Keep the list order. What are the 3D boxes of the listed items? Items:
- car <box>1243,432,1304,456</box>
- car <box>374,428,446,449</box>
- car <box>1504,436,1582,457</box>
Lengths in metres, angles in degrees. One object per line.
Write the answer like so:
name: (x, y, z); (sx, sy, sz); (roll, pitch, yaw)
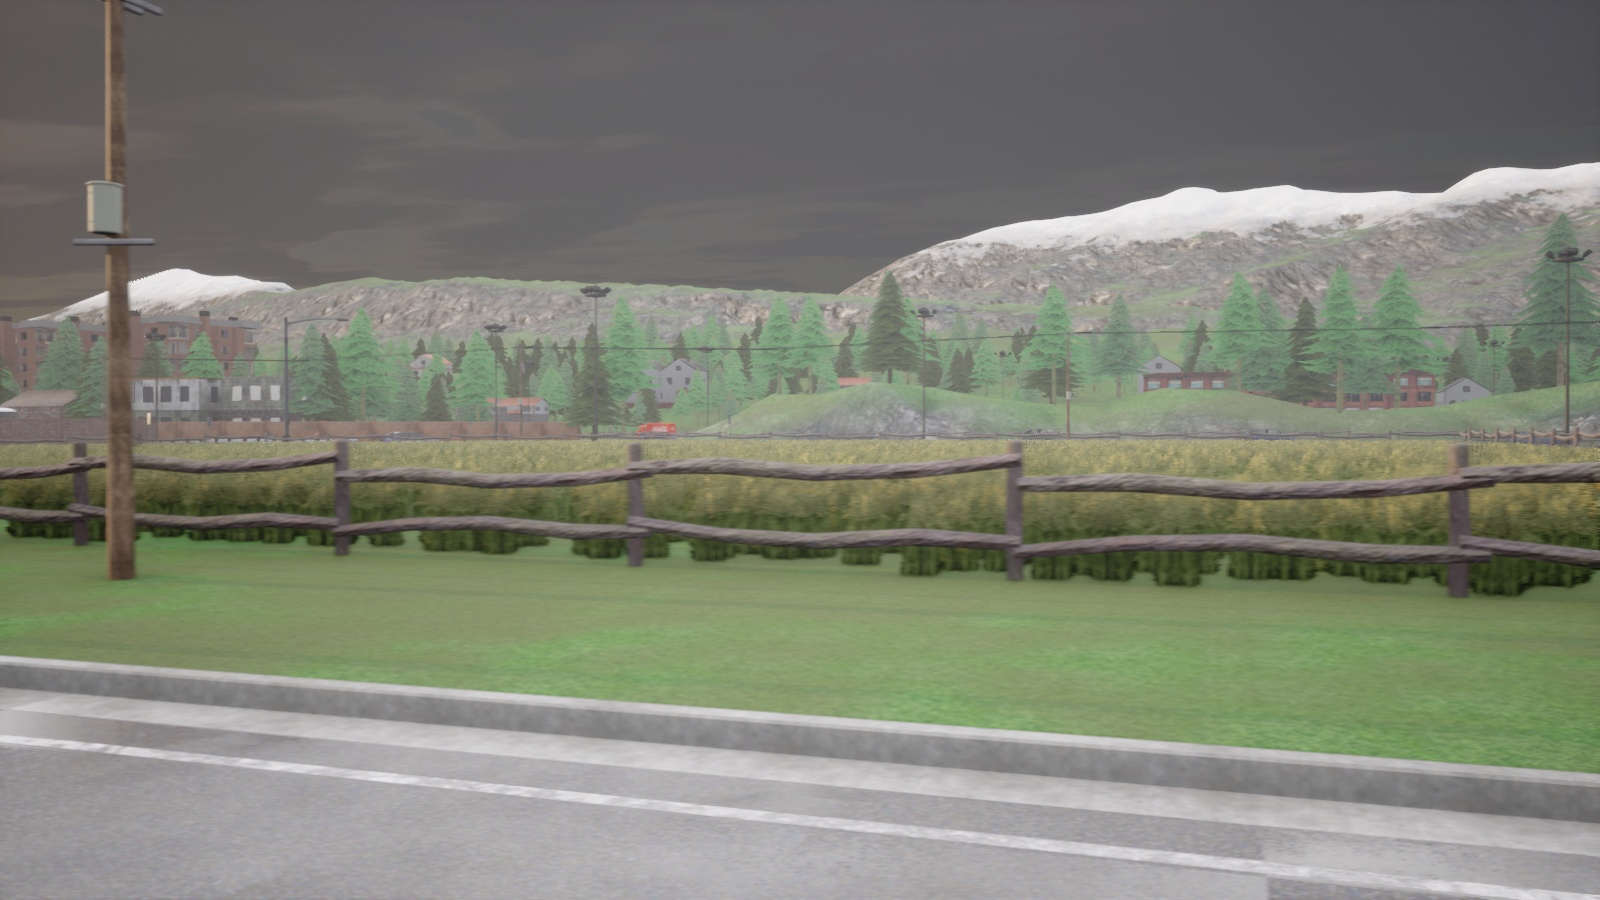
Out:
car: (31.448, -0.410, 83.490); (3.705, 1.549, 1.789); (1, 1, 18)
car: (-29.122, -0.867, 93.763); (4.792, 1.488, 2.163); (0, 1, -30)
car: (50.062, -0.249, 84.698); (4.181, 1.385, 1.994); (1, 1, 18)
